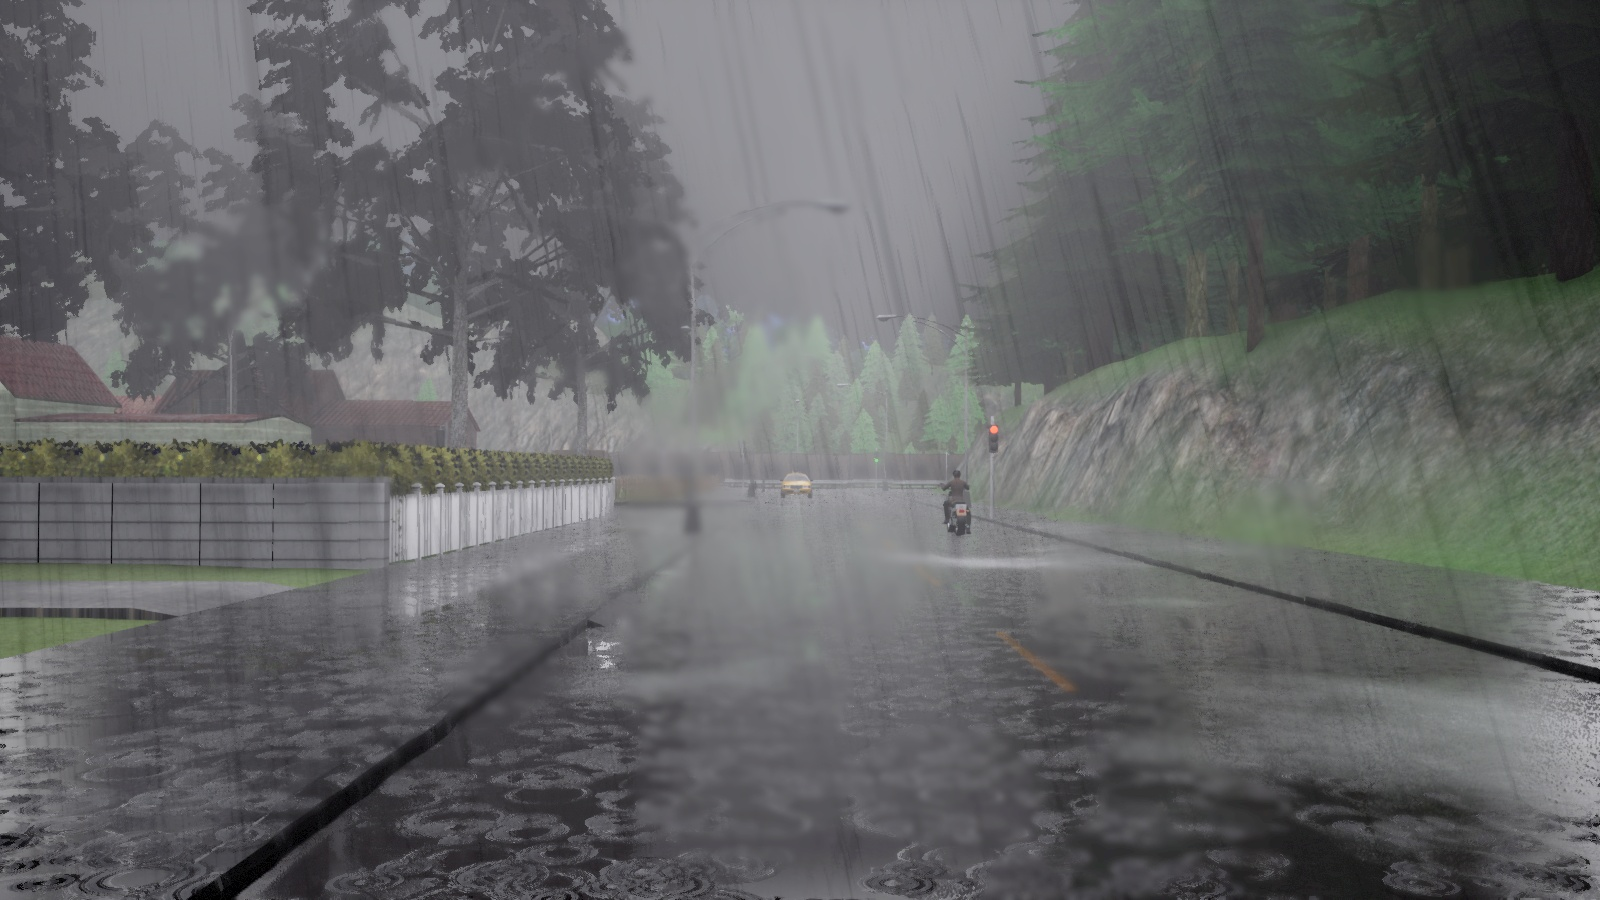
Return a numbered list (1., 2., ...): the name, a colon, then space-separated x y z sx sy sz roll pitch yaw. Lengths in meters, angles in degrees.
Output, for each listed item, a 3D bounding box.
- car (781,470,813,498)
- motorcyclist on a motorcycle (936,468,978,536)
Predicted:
1. car: -0.184 1.989 73.693 1.801 1.575 5.366 0 -1 0
2. motorcyclist on a motorcycle: 3.921 1.277 31.522 0.766 1.649 2.350 0 -1 0
